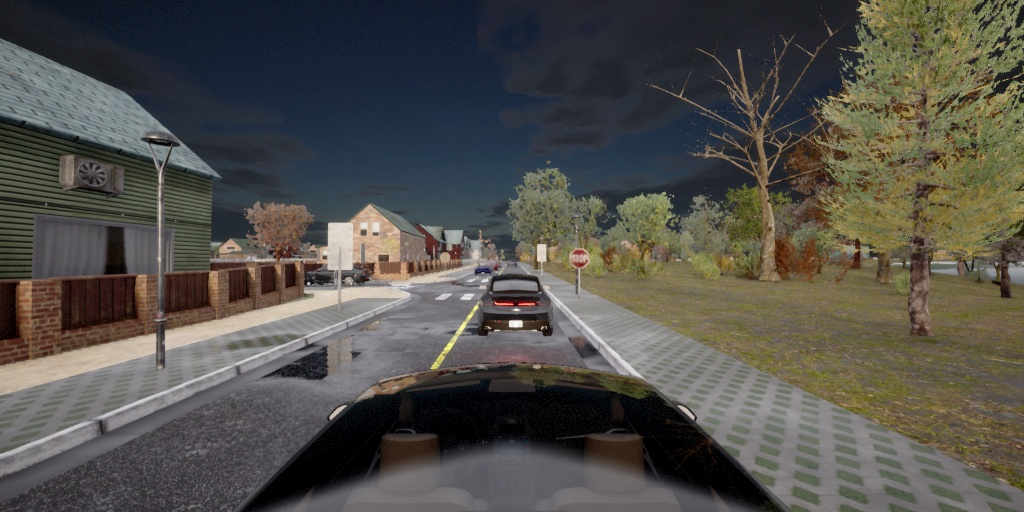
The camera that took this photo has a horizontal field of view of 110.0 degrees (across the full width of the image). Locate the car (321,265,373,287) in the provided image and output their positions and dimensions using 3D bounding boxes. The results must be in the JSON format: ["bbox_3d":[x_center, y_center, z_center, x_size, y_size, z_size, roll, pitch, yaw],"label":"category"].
[{"bbox_3d":[-12.276,1.343,24.962,4.892,1.490,1.837,0,0,1],"label":"car"}]

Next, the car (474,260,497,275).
[{"bbox_3d":[-2.905,1.407,37.795,1.895,1.301,4.718,0,0,0],"label":"car"}]

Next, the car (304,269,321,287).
[{"bbox_3d":[-15.253,1.318,22.319,5.357,1.411,2.033,0,-2,2],"label":"car"}]

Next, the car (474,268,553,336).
[{"bbox_3d":[0.079,1.262,10.378,1.837,1.490,4.892,0,0,0],"label":"car"}]

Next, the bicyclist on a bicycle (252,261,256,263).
[{"bbox_3d":[-20.275,1.239,28.335,0.582,1.620,1.656,0,-1,2],"label":"bicyclist on a bicycle"}]

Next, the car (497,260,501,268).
[{"bbox_3d":[-2.897,1.322,50.732,1.882,1.535,5.008,0,0,-1],"label":"car"}]
